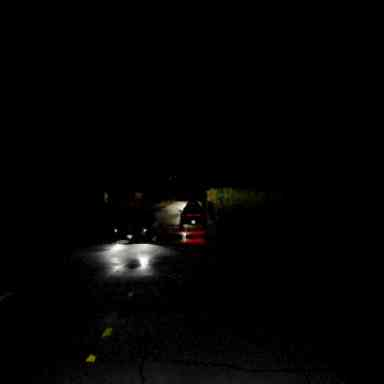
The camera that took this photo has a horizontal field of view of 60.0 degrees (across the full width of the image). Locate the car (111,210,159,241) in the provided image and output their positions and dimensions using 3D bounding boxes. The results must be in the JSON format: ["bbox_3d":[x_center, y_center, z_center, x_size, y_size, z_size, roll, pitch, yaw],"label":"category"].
[{"bbox_3d":[-2.854,1.690,17.913,2.033,1.411,5.357,0,0,0],"label":"car"}]

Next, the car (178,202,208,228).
[{"bbox_3d":[0.093,1.704,23.993,1.837,1.490,4.892,0,0,0],"label":"car"}]
